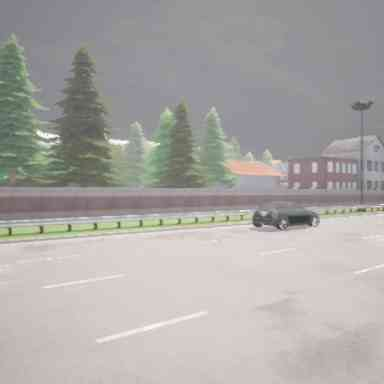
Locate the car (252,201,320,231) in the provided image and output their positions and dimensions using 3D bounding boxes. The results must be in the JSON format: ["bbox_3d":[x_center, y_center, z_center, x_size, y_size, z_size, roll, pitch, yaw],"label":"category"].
[{"bbox_3d":[5.970,1.365,20.900,4.553,1.767,2.097,0,0,-36],"label":"car"}]
